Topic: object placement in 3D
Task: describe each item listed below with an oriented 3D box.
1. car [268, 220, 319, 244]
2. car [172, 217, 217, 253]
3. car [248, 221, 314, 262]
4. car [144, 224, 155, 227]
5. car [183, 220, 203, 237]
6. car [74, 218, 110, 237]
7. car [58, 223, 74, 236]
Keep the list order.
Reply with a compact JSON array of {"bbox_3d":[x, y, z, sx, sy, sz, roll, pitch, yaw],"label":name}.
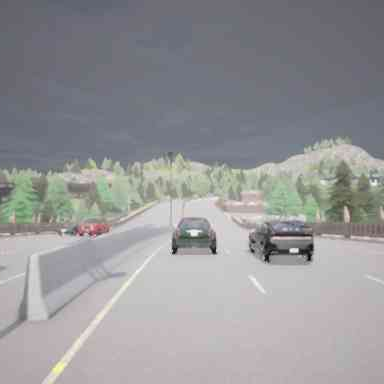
[{"bbox_3d":[7.103,2.834,23.856,2.128,1.511,4.902,0,-6,0],"label":"car"},{"bbox_3d":[0.102,2.080,17.131,2.097,1.767,4.553,0,-4,0],"label":"car"},{"bbox_3d":[3.602,2.007,14.157,2.128,1.511,4.902,0,-4,0],"label":"car"},{"bbox_3d":[-6.994,5.945,54.865,1.882,1.535,5.008,0,-6,0],"label":"car"},{"bbox_3d":[0.105,3.945,36.280,2.097,1.767,4.553,0,-6,0],"label":"car"},{"bbox_3d":[-10.532,3.813,36.244,2.150,2.045,5.566,0,-6,0],"label":"car"},{"bbox_3d":[-14.034,4.350,38.900,2.128,1.511,4.902,0,-6,1],"label":"car"}]
